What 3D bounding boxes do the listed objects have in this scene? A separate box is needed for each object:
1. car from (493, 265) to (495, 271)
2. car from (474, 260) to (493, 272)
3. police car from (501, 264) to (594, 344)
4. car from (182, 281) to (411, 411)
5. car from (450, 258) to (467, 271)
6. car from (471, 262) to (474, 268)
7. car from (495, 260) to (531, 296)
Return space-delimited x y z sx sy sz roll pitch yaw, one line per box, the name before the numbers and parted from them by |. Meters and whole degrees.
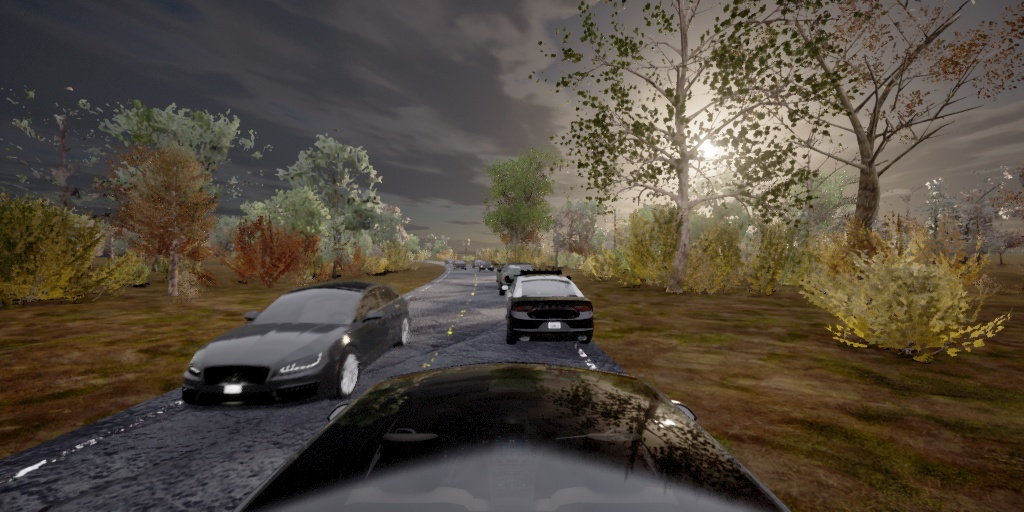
car | -0.155 1.254 25.697 1.837 1.490 4.892 0 0 -5
car | -3.495 1.347 46.602 1.895 1.301 4.718 0 0 -9
police car | 0.765 1.175 9.708 1.930 1.638 5.238 0 0 -2
car | -3.211 1.255 6.481 1.837 1.490 4.892 0 0 -1
car | -7.146 1.294 49.260 2.033 1.411 5.357 0 0 -9
car | -5.592 1.292 58.841 2.033 1.411 5.357 0 0 -11
car | 0.292 1.100 19.637 2.097 1.767 4.553 0 0 -4
